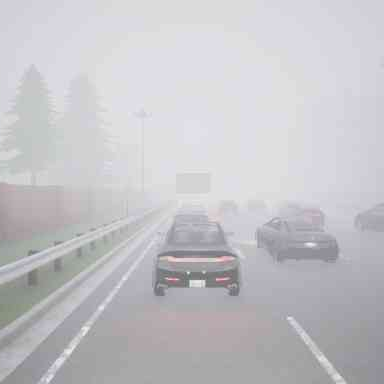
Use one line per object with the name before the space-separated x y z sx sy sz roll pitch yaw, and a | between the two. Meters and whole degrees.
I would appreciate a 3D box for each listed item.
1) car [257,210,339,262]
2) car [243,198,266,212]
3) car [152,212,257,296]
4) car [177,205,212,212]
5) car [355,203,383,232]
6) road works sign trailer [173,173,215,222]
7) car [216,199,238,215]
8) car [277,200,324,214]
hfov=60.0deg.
car | 3.600 1.563 12.080 1.994 1.385 4.181 0 0 0
car | 7.100 1.502 37.993 1.837 1.490 4.892 0 0 0
car | 0.100 1.491 8.615 2.128 1.511 4.902 0 0 0
car | 0.081 1.473 19.049 1.882 1.535 5.008 0 0 4
car | 10.601 1.351 17.657 2.097 1.767 4.553 0 0 0
road works sign trailer | 0.069 0.463 22.969 2.380 3.560 2.880 0 0 -2
car | 3.601 1.502 34.447 1.837 1.490 4.892 0 0 0
car | 7.101 1.503 21.850 1.837 1.490 4.892 0 0 0
